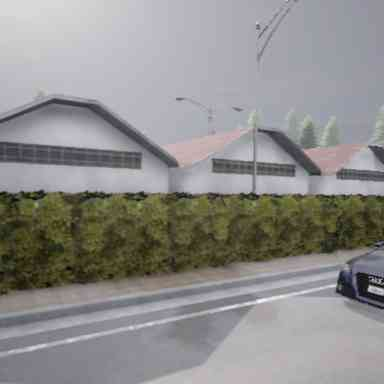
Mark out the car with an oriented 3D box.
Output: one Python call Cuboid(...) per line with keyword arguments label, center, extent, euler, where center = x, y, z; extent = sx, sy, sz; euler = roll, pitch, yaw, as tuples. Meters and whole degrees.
Cuboid(label="car", center=(4.971, 1.582, 6.902), extent=(4.181, 1.385, 1.994), euler=(1, 1, -31))
